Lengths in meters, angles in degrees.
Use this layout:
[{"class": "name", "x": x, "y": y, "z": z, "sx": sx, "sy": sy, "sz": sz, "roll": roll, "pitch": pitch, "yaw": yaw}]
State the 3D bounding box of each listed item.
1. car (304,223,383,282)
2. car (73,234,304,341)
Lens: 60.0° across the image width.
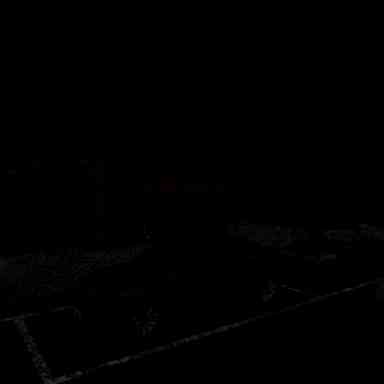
[{"class": "car", "x": 4.454, "y": 1.582, "z": 9.708, "sx": 4.206, "sy": 1.307, "sz": 1.802, "roll": 0, "pitch": 0, "yaw": -35}, {"class": "car", "x": -0.027, "y": 1.566, "z": 6.516, "sx": 4.313, "sy": 1.339, "sz": 1.947, "roll": 0, "pitch": 0, "yaw": -35}]
